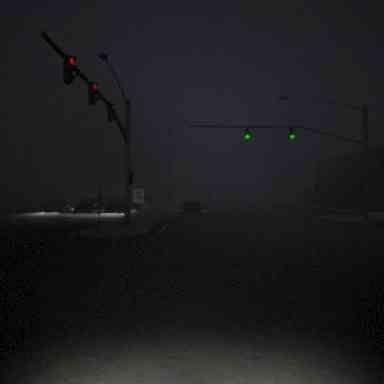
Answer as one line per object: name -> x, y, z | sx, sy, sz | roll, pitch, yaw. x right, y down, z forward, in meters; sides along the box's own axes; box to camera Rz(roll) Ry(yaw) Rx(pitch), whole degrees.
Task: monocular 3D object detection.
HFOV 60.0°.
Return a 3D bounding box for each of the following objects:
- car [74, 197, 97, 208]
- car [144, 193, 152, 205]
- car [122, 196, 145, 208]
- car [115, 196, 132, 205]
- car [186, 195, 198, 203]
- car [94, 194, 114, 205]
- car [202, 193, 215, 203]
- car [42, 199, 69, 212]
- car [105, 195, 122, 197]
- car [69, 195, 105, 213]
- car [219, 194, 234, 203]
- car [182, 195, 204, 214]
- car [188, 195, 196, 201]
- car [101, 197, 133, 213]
car -> -14.995, 1.488, 47.001 | 1.994, 1.385, 4.181 | 0, 0, 0
car -> -7.994, 1.131, 55.634 | 2.150, 2.045, 5.566 | 0, 0, 0
car -> -8.023, 1.528, 45.064 | 1.895, 1.301, 4.718 | 0, 0, 1
car -> -11.494, 1.435, 56.073 | 1.812, 1.442, 4.674 | 0, 0, 0
car -> 0.007, 1.386, 64.537 | 2.128, 1.511, 4.902 | 0, 0, 0
car -> -14.994, 1.260, 56.990 | 2.097, 1.767, 4.553 | 0, 0, 0
car -> 3.507, 1.457, 64.954 | 1.994, 1.385, 4.181 | 0, 0, 0
car -> -15.065, 1.504, 37.305 | 1.994, 1.385, 4.181 | 0, 0, 0
car -> -11.512, 1.277, 46.153 | 2.097, 1.767, 4.553 | 0, 0, 0
car -> -11.567, 1.418, 37.117 | 1.882, 1.535, 5.008 | 0, 0, 0
car -> 7.007, 1.245, 64.923 | 2.097, 1.767, 4.553 | 0, 0, 0
car -> 0.004, 1.422, 33.927 | 1.882, 1.535, 5.008 | 0, 0, 0
car -> 0.009, 1.352, 74.988 | 1.895, 1.301, 4.718 | 0, 0, 0
car -> -8.073, 1.505, 36.310 | 1.994, 1.385, 4.181 | 0, 0, 0
